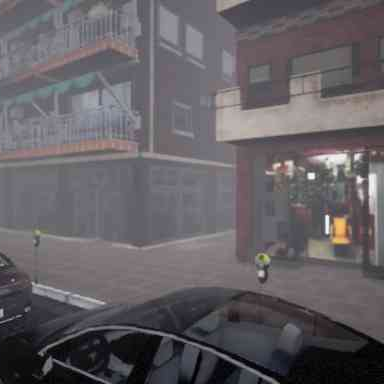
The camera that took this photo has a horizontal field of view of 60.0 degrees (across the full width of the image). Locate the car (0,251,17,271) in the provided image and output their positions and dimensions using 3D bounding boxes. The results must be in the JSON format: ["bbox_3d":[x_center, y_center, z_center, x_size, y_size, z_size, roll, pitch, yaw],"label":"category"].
[{"bbox_3d":[-4.707,1.617,6.206,4.403,1.369,2.008,-1,0,35],"label":"car"}]

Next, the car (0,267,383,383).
[{"bbox_3d":[-0.141,1.582,2.959,4.313,1.339,1.947,-1,0,35],"label":"car"}]
